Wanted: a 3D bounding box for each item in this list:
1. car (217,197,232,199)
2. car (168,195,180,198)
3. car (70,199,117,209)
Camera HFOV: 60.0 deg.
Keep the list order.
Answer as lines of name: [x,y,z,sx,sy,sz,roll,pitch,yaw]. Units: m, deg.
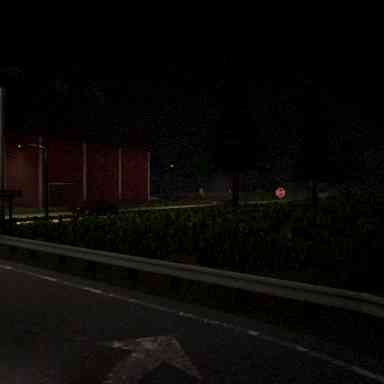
car: [4.889,1.519,52.455,2.128,1.511,4.902,0,0,37]
car: [-4.718,1.532,85.619,1.816,1.474,4.193,0,0,36]
car: [-9.652,1.504,32.797,1.882,1.535,5.008,0,0,36]
